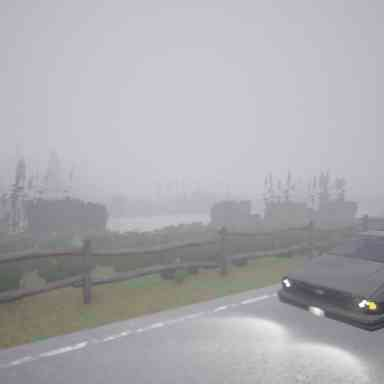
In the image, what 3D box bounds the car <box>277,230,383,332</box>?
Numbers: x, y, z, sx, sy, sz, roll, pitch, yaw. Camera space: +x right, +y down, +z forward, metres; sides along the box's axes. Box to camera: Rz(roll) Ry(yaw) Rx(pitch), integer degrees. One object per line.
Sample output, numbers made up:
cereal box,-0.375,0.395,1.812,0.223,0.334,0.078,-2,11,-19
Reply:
car,4.179,1.548,6.945,5.357,1.411,2.033,0,0,-36
